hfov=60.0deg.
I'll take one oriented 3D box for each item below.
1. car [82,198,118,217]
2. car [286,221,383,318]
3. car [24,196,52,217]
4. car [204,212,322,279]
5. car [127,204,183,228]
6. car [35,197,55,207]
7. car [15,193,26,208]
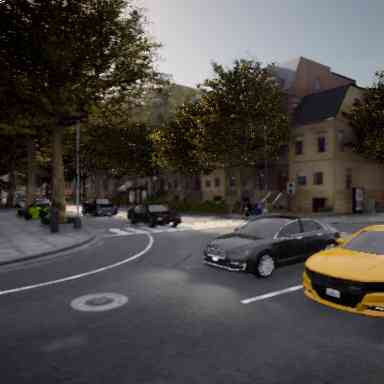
[{"bbox_3d":[-8.565,1.336,30.928,2.097,1.767,4.553,0,0,-35],"label":"car"},{"bbox_3d":[4.478,1.466,7.200,5.008,1.535,1.882,0,0,-35],"label":"car"},{"bbox_3d":[-15.794,1.468,35.027,2.231,1.521,4.892,0,0,-35],"label":"car"},{"bbox_3d":[2.583,1.492,10.134,4.892,1.490,1.837,0,0,-36],"label":"car"},{"bbox_3d":[-2.667,1.530,22.354,2.033,1.411,5.357,0,0,-32],"label":"car"},{"bbox_3d":[-22.470,1.488,50.646,1.837,1.490,4.892,0,-1,-35],"label":"car"},{"bbox_3d":[-23.616,1.214,47.090,2.435,2.045,5.566,0,0,-35],"label":"car"}]
